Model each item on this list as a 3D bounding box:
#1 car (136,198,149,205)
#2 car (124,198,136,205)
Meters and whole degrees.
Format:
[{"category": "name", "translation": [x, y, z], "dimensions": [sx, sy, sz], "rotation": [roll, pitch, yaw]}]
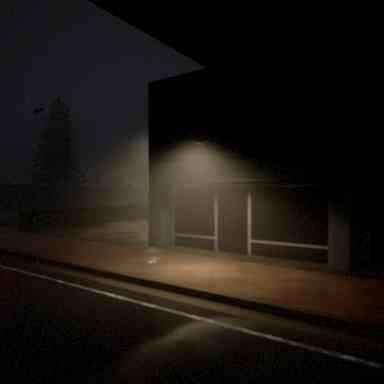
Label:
[{"category": "car", "translation": [-4.967, 1.528, 46.516], "dimensions": [2.128, 1.511, 4.902], "rotation": [0, 0, 36]}, {"category": "car", "translation": [-7.852, 1.605, 48.484], "dimensions": [1.994, 1.385, 4.181], "rotation": [0, 0, 37]}]
